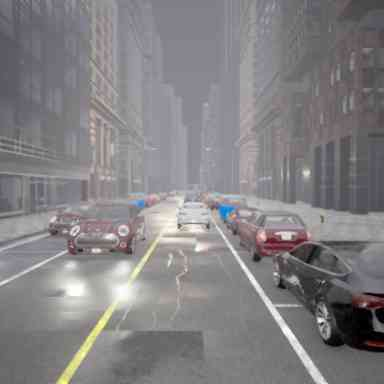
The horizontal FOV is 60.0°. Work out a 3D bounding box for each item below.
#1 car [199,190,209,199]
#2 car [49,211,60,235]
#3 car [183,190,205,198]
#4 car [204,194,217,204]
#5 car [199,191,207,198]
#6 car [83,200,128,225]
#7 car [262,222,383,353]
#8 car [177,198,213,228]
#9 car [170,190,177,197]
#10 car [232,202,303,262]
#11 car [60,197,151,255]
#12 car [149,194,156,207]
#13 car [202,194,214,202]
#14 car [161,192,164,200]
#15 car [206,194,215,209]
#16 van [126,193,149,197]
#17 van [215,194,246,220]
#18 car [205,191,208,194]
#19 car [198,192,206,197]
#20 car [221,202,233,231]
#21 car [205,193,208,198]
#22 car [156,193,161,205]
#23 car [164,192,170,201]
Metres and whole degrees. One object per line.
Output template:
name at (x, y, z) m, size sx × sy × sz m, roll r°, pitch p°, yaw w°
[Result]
car at (2.714, 0.545, 78.877) m, size 2.192 × 1.841 × 5.009 m, roll 0°, pitch 1°, yaw 0°
car at (-5.776, 1.270, 17.246) m, size 1.967 × 1.590 × 4.097 m, roll 0°, pitch 1°, yaw 0°
car at (0.078, 0.972, 38.758) m, size 2.097 × 1.767 × 4.553 m, roll 0°, pitch 1°, yaw 0°
car at (2.731, 1.025, 51.041) m, size 1.752 × 1.417 × 4.829 m, roll 0°, pitch 1°, yaw 0°
car at (2.711, 0.616, 84.480) m, size 1.967 × 1.590 × 4.097 m, roll 0°, pitch 1°, yaw 0°
car at (-5.779, 1.320, 22.849) m, size 1.887 × 1.381 × 4.507 m, roll 0°, pitch 1°, yaw 0°
car at (2.756, 1.505, 6.060) m, size 1.947 × 1.339 × 4.313 m, roll 0°, pitch 1°, yaw 0°
car at (0.088, 1.327, 20.145) m, size 1.812 × 1.442 × 4.674 m, roll 0°, pitch 1°, yaw 0°
car at (-5.817, 0.667, 90.072) m, size 1.887 × 1.381 × 4.507 m, roll 0°, pitch 1°, yaw 0°
car at (2.753, 1.325, 11.660) m, size 1.967 × 1.590 × 4.097 m, roll 0°, pitch 1°, yaw 0°
car at (-3.007, 1.226, 12.663) m, size 2.097 × 1.767 × 4.553 m, roll 0°, pitch 1°, yaw 0°
car at (-5.788, 1.156, 39.655) m, size 1.887 × 1.381 × 4.507 m, roll 0°, pitch 1°, yaw 0°
car at (2.728, 1.029, 56.474) m, size 1.802 × 1.307 × 4.206 m, roll 0°, pitch 1°, yaw 0°
car at (-5.794, 1.029, 50.689) m, size 1.752 × 1.417 × 4.829 m, roll 0°, pitch 1°, yaw 0°
car at (2.740, 1.210, 34.067) m, size 1.887 × 1.381 × 4.507 m, roll 0°, pitch 1°, yaw 0°
van at (-5.786, 1.007, 34.051) m, size 1.690 × 1.788 × 3.998 m, roll 0°, pitch 1°, yaw 0°
van at (2.746, 1.116, 22.861) m, size 1.690 × 1.788 × 3.998 m, roll 0°, pitch 1°, yaw 0°
car at (2.734, 0.996, 45.269) m, size 1.967 × 1.590 × 4.097 m, roll 0°, pitch 1°, yaw 0°
car at (2.709, 0.688, 90.082) m, size 1.947 × 1.339 × 4.313 m, roll 0°, pitch 1°, yaw 0°
car at (2.750, 1.412, 17.263) m, size 1.802 × 1.307 × 4.206 m, roll 0°, pitch 1°, yaw 0°
car at (2.737, 1.156, 39.669) m, size 1.887 × 1.381 × 4.507 m, roll 0°, pitch 1°, yaw 0°
car at (-5.791, 1.101, 45.257) m, size 1.887 × 1.381 × 4.507 m, roll 0°, pitch 1°, yaw 0°
car at (-5.801, 0.833, 62.062) m, size 1.967 × 1.590 × 4.097 m, roll 0°, pitch 1°, yaw 0°
